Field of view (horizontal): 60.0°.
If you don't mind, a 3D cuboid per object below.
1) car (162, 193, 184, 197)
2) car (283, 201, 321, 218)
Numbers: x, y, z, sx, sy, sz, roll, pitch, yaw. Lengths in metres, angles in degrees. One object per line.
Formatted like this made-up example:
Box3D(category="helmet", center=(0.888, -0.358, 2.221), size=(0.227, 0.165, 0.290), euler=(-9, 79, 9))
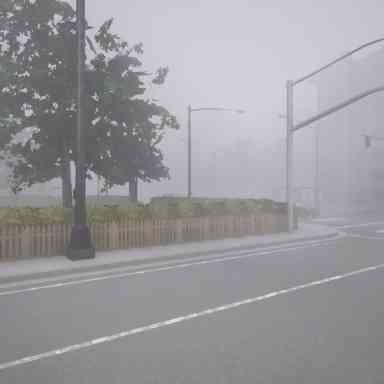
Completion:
Box3D(category="car", center=(-2.338, 1.221, 47.233), size=(2.150, 2.045, 5.566), euler=(0, 0, -35))
Box3D(category="car", center=(9.368, 1.526, 30.313), size=(1.812, 1.442, 4.674), euler=(0, 0, -35))
